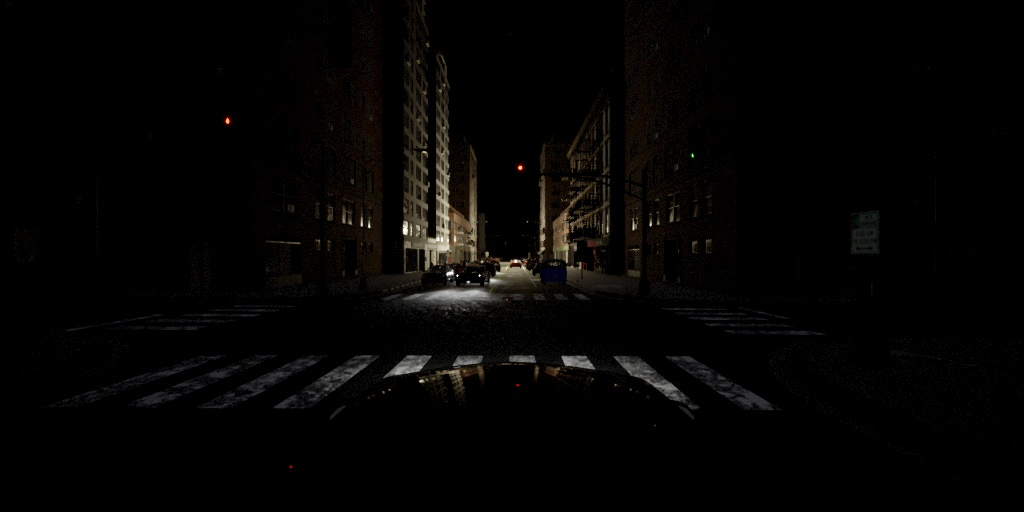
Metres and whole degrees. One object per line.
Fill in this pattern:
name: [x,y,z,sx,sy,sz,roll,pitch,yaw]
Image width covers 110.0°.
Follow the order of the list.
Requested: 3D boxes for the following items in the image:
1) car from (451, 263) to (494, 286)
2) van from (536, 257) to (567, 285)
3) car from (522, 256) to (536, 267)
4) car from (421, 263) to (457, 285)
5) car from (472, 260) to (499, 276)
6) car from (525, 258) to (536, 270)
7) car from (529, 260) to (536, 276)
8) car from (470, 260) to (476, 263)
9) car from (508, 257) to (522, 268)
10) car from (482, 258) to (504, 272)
car: [-2.652,1.348,25.134,1.895,1.301,4.718,0,0,4]
van: [2.846,1.088,25.363,1.690,1.789,3.998,0,0,1]
car: [3.103,1.051,53.769,2.192,1.841,5.009,0,0,1]
car: [-5.179,1.297,25.427,2.007,1.370,4.403,0,0,1]
car: [-2.549,1.347,35.146,1.895,1.301,4.718,0,0,1]
car: [3.052,1.323,48.087,1.802,1.307,4.207,0,0,1]
car: [2.949,1.327,36.725,1.802,1.307,4.207,0,0,1]
car: [-4.975,1.266,47.984,1.751,1.417,4.829,0,0,1]
car: [0.618,1.333,59.045,1.895,1.301,4.718,0,0,1]
car: [-2.452,1.306,45.199,1.994,1.385,4.181,0,0,1]
